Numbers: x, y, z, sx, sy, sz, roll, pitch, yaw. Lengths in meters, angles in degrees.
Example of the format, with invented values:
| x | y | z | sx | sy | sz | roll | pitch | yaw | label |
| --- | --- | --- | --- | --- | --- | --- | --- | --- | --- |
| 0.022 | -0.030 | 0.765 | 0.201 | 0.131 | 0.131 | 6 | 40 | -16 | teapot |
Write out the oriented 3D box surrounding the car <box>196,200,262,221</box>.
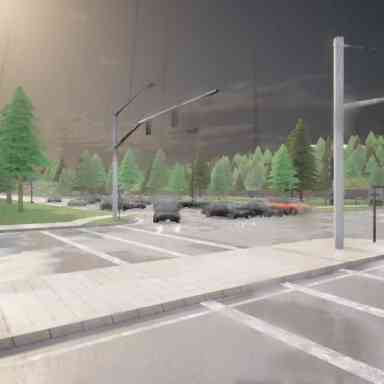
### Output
| x | y | z | sx | sy | sz | roll | pitch | yaw | label |
| --- | --- | --- | --- | --- | --- | --- | --- | --- | --- |
| 2.912 | 1.547 | 27.777 | 2.033 | 1.411 | 5.357 | 0 | 0 | -35 | car |

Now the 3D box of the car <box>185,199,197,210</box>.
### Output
| x | y | z | sx | sy | sz | roll | pitch | yaw | label |
| --- | --- | --- | --- | --- | --- | --- | --- | --- | --- |
| 0.118 | 1.600 | 43.949 | 1.895 | 1.301 | 4.718 | 0 | 0 | -35 | car |

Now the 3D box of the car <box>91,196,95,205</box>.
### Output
| x | y | z | sx | sy | sz | roll | pitch | yaw | label |
| --- | --- | --- | --- | --- | --- | --- | --- | --- | --- |
| -18.699 | 1.547 | 58.646 | 2.033 | 1.411 | 5.357 | 0 | 0 | -35 | car |

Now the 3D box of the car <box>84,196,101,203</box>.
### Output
| x | y | z | sx | sy | sz | roll | pitch | yaw | label |
| --- | --- | --- | --- | --- | --- | --- | --- | --- | --- |
| -20.078 | 1.540 | 66.821 | 1.895 | 1.301 | 4.718 | 0 | 0 | -35 | car |

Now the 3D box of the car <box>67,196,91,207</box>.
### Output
| x | y | z | sx | sy | sz | roll | pitch | yaw | label |
| --- | --- | --- | --- | --- | --- | --- | --- | --- | --- |
| -17.513 | 1.600 | 50.812 | 1.895 | 1.301 | 4.718 | 0 | 0 | -35 | car |

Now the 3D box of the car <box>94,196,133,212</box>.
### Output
| x | y | z | sx | sy | sz | roll | pitch | yaw | label |
| --- | --- | --- | --- | --- | --- | --- | --- | --- | --- |
| -9.244 | 1.547 | 39.010 | 2.033 | 1.411 | 5.357 | 0 | 0 | -35 | car |

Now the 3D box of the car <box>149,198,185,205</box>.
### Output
| x | y | z | sx | sy | sz | roll | pitch | yaw | label |
| --- | --- | --- | --- | --- | --- | --- | --- | --- | --- |
| -3.285 | 1.525 | 42.708 | 1.812 | 1.442 | 4.674 | 0 | 0 | -35 | car |

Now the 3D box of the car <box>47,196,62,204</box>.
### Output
| x | y | z | sx | sy | sz | roll | pitch | yaw | label |
| --- | --- | --- | --- | --- | --- | --- | --- | --- | --- |
| -26.360 | 1.499 | 63.587 | 2.033 | 1.411 | 5.357 | 0 | 0 | -35 | car |

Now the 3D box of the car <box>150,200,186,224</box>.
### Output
| x | y | z | sx | sy | sz | roll | pitch | yaw | label |
| --- | --- | --- | --- | --- | --- | --- | --- | --- | --- |
| -1.841 | 1.547 | 25.136 | 2.033 | 1.411 | 5.357 | 0 | 0 | -5 | car |

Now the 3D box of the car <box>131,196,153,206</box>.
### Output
| x | y | z | sx | sy | sz | roll | pitch | yaw | label |
| --- | --- | --- | --- | --- | --- | --- | --- | --- | --- |
| -8.512 | 1.500 | 56.276 | 1.837 | 1.490 | 4.892 | 0 | 1 | -35 | car |

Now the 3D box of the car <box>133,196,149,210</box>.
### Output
| x | y | z | sx | sy | sz | roll | pitch | yaw | label |
| --- | --- | --- | --- | --- | --- | --- | --- | --- | --- |
| -7.481 | 1.564 | 42.597 | 1.994 | 1.385 | 4.181 | 0 | 0 | -35 | car |

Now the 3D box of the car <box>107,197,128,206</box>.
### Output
| x | y | z | sx | sy | sz | roll | pitch | yaw | label |
| --- | --- | --- | --- | --- | --- | --- | --- | --- | --- |
| -12.631 | 1.563 | 56.054 | 1.994 | 1.385 | 4.181 | 0 | 0 | -35 | car |

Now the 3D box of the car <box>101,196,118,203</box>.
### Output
| x | y | z | sx | sy | sz | roll | pitch | yaw | label |
| --- | --- | --- | --- | --- | --- | --- | --- | --- | --- |
| -16.919 | 1.514 | 68.412 | 1.994 | 1.385 | 4.181 | 0 | 0 | -35 | car |

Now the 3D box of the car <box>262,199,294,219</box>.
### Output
| x | y | z | sx | sy | sz | roll | pitch | yaw | label |
| --- | --- | --- | --- | --- | --- | --- | --- | --- | --- |
| 5.995 | 1.547 | 29.477 | 2.033 | 1.411 | 5.357 | 0 | 0 | -35 | car |

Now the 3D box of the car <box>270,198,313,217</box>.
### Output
| x | y | z | sx | sy | sz | roll | pitch | yaw | label |
| --- | --- | --- | --- | --- | --- | --- | --- | --- | --- |
| 9.010 | 1.352 | 31.274 | 2.097 | 1.767 | 4.553 | 0 | 0 | -35 | car |
